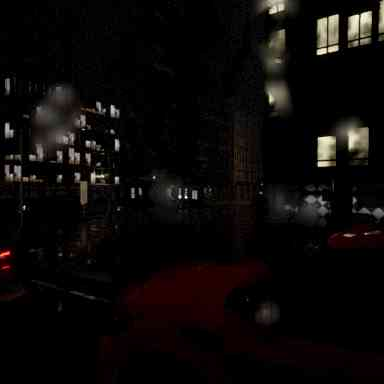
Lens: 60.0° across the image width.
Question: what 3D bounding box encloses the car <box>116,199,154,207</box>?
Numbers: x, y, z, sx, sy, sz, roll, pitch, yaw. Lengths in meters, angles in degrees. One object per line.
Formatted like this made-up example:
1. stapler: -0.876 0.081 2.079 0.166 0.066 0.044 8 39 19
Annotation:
1. car: -6.309 1.595 37.198 2.128 1.511 4.902 1 0 37

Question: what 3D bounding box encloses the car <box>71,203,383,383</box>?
1. car: 1.773 1.222 2.421 5.566 2.045 2.150 0 0 35

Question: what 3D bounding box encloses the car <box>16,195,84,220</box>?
1. car: -12.245 1.280 29.174 2.150 2.045 5.566 1 0 39

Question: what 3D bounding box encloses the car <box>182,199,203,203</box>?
1. car: -0.154 1.676 45.448 1.812 1.442 4.674 1 0 36

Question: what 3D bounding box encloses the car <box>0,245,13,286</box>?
1. car: -6.128 1.522 8.041 4.674 1.442 1.812 0 0 35

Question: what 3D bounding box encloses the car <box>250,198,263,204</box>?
1. car: 11.629 1.793 55.953 2.033 1.411 5.357 1 0 37
